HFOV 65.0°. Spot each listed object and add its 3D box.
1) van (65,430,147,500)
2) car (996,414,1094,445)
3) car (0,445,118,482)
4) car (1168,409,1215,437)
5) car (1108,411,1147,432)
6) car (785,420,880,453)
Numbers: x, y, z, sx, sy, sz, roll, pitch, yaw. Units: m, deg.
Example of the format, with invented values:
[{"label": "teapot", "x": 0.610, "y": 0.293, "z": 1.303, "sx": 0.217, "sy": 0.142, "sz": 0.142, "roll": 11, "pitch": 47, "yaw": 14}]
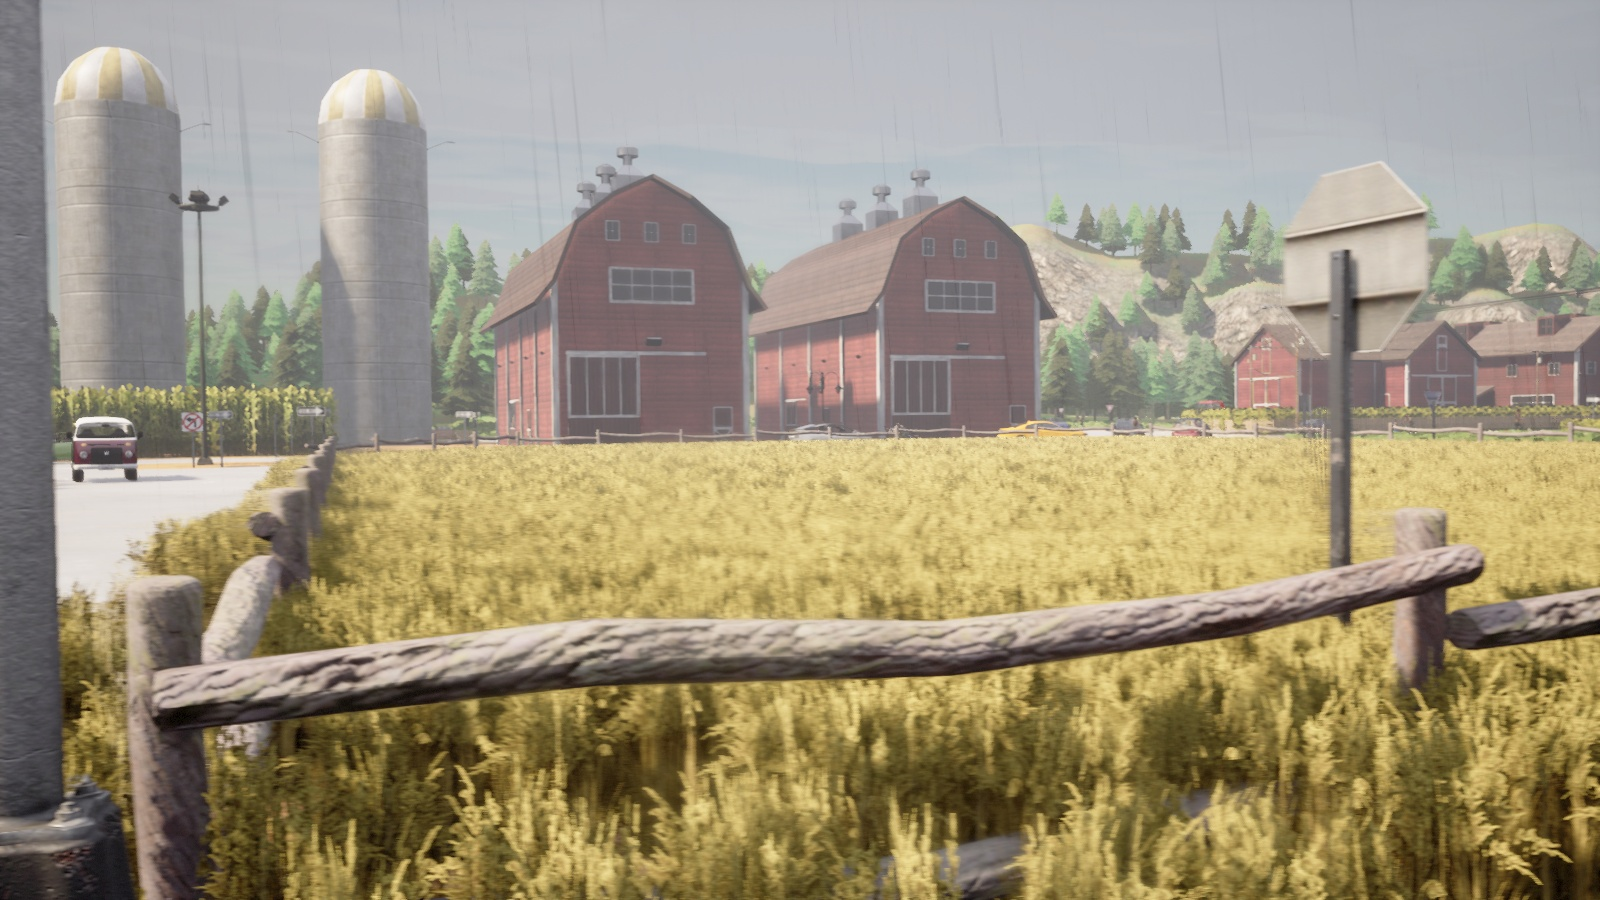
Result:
[{"label": "van", "x": -22.148, "y": 0.441, "z": 40.003, "sx": 2.069, "sy": 2.038, "sz": 4.480, "roll": -2, "pitch": 1, "yaw": -31}, {"label": "car", "x": 13.588, "y": -1.164, "z": 69.769, "sx": 5.008, "sy": 1.535, "sz": 1.882, "roll": -2, "pitch": 1, "yaw": -4}, {"label": "car", "x": -35.201, "y": 0.620, "z": 59.581, "sx": 2.007, "sy": 1.525, "sz": 4.514, "roll": -1, "pitch": 2, "yaw": 33}, {"label": "car", "x": 23.056, "y": -1.591, "z": 73.907, "sx": 1.789, "sy": 1.549, "sz": 3.705, "roll": -1, "pitch": 2, "yaw": 31}, {"label": "car", "x": 24.234, "y": -2.135, "z": 93.098, "sx": 2.163, "sy": 1.488, "sz": 4.792, "roll": -2, "pitch": 2, "yaw": 7}, {"label": "car", "x": 1.682, "y": -0.718, "z": 65.888, "sx": 4.514, "sy": 1.525, "sz": 2.007, "roll": -3, "pitch": 2, "yaw": -24}]
